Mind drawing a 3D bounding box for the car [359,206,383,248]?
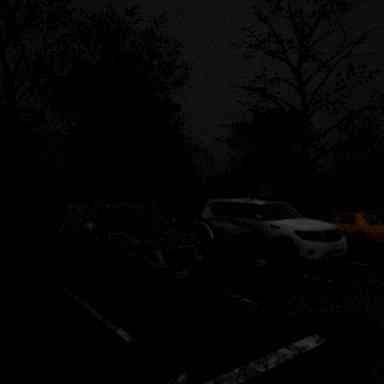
[{"bbox_3d":[6.940,1.580,15.495,1.946,1.575,5.366,1,-1,-37],"label":"car"}]

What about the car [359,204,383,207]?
[{"bbox_3d":[9.066,1.621,17.095,1.946,1.575,5.366,1,-1,-37],"label":"car"}]

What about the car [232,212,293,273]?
[{"bbox_3d":[0.265,1.500,10.214,2.231,1.521,4.892,0,0,-37],"label":"car"}]

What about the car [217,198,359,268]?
[{"bbox_3d":[2.504,1.265,11.887,2.435,2.045,5.566,0,0,-37],"label":"car"}]

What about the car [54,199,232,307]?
[{"bbox_3d":[-1.846,1.235,8.582,2.435,2.045,5.566,0,0,-37],"label":"car"}]

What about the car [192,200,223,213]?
[{"bbox_3d":[2.155,2.036,46.938,1.812,1.442,4.674,-1,2,-37],"label":"car"}]

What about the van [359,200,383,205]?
[{"bbox_3d":[11.483,1.447,18.536,1.878,1.987,4.442,1,-1,-37],"label":"van"}]
